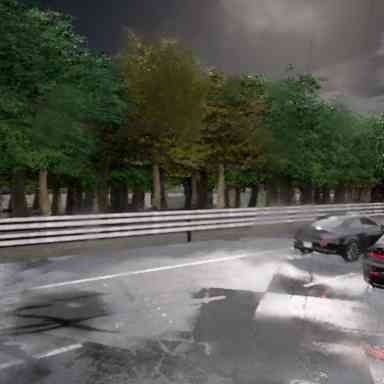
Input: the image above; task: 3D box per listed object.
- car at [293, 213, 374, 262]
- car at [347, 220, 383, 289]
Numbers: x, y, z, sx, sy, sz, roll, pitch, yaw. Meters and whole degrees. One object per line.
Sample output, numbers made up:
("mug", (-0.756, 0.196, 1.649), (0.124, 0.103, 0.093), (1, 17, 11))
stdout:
("car", (5.550, 1.478, 11.754), (4.674, 1.442, 1.812), (0, 0, -34))
("car", (5.925, 1.467, 7.779), (4.892, 1.490, 1.837), (0, 0, -34))
